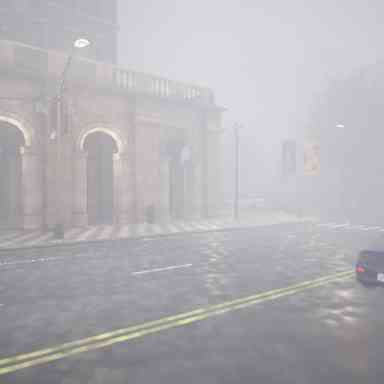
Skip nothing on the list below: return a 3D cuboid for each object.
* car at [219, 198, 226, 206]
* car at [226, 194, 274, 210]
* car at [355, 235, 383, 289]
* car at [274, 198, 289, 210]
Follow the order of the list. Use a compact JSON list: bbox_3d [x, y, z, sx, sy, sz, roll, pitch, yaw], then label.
[{"bbox_3d":[4.976,1.586,52.455,2.033,1.411,5.357,0,0,-36],"label":"car"},{"bbox_3d":[7.427,1.257,43.040,2.150,2.045,5.566,0,0,-36],"label":"car"},{"bbox_3d":[5.700,1.536,7.921,4.674,1.442,1.812,0,0,-36],"label":"car"},{"bbox_3d":[10.660,1.544,44.543,1.837,1.490,4.892,0,0,-36],"label":"car"}]
